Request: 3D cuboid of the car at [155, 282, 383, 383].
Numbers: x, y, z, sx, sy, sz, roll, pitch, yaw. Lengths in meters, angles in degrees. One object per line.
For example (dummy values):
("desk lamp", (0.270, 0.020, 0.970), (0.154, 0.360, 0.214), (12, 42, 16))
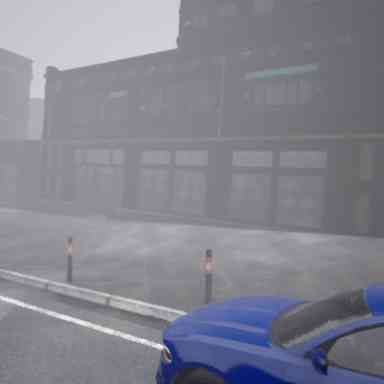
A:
("car", (1.977, 1.566, 2.838), (5.008, 1.535, 1.882), (0, -1, 31))
